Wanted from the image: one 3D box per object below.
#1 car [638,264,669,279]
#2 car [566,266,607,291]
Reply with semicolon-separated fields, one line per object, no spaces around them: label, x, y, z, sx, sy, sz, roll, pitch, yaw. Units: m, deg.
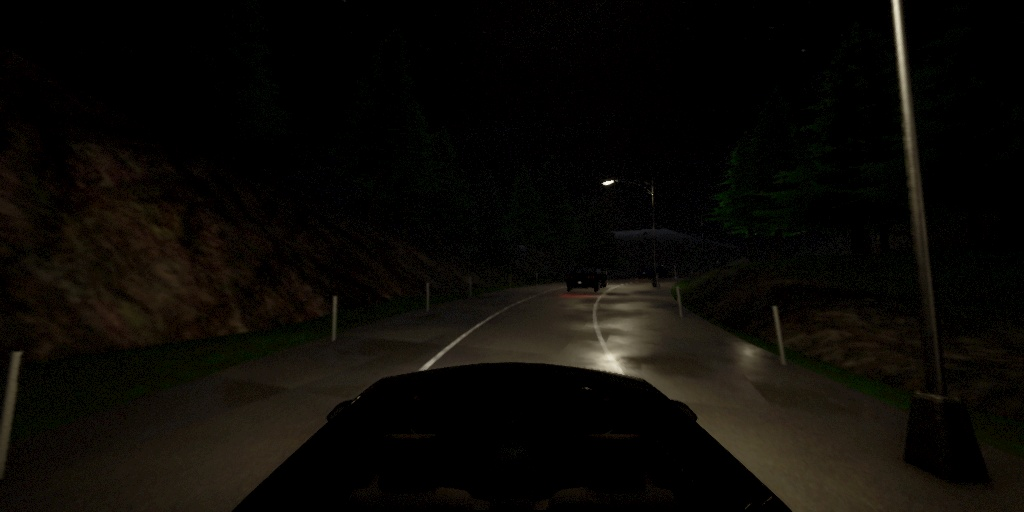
car;15.366;1.641;38.871;1.882;1.535;5.008;-5;-5;43
car;4.926;1.397;23.291;1.882;1.535;5.008;-2;-1;23
